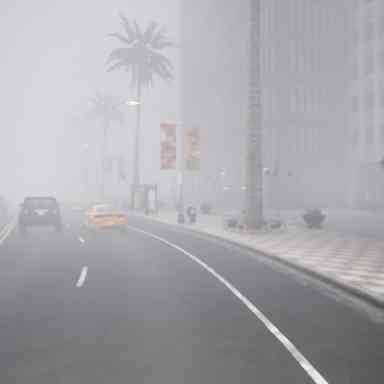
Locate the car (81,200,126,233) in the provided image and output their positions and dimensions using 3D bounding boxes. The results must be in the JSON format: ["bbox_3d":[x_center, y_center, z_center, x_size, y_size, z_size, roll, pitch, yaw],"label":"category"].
[{"bbox_3d":[-5.298,1.491,19.947,1.882,1.535,5.008,0,0,-23],"label":"car"}]

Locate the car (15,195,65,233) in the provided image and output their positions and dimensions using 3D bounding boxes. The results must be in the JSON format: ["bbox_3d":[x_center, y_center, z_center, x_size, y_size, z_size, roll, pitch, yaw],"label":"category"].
[{"bbox_3d":[-9.159,1.259,20.153,2.150,2.045,5.566,0,0,-24],"label":"car"}]

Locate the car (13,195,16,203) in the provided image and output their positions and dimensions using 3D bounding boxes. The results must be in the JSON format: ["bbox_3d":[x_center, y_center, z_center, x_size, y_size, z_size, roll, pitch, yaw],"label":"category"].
[{"bbox_3d":[-36.124,1.352,68.877,2.097,1.767,4.553,0,0,-25],"label":"car"}]

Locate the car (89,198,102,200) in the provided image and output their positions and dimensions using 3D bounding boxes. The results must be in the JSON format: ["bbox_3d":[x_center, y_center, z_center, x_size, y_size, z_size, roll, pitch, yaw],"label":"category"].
[{"bbox_3d":[-12.133,1.516,41.737,2.231,1.521,4.892,0,0,-25],"label":"car"}]

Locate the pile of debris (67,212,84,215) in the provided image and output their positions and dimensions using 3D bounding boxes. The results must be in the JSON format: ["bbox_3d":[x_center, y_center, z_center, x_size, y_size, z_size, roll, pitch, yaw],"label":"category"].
[{"bbox_3d":[-12.166,2.217,34.601,1.500,0.140,1.860,0,0,-25],"label":"pile of debris"}]

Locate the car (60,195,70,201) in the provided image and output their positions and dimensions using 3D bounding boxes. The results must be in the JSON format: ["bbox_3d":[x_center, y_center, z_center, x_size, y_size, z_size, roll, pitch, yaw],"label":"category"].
[{"bbox_3d":[-33.788,1.637,88.248,2.161,1.482,4.786,0,0,-25],"label":"car"}]

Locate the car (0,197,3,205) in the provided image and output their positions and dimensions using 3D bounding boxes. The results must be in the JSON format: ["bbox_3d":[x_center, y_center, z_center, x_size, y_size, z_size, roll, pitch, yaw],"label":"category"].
[{"bbox_3d":[-36.859,1.668,62.226,2.033,1.411,5.357,0,0,-25],"label":"car"}]

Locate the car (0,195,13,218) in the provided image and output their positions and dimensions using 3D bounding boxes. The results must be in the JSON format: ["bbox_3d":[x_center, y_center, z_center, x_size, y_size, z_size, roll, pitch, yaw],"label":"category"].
[{"bbox_3d":[-18.368,1.306,31.101,2.150,2.045,5.566,0,0,-25],"label":"car"}]

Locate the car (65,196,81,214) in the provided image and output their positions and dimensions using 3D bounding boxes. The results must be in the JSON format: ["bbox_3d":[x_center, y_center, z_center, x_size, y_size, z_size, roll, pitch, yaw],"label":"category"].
[{"bbox_3d":[-13.120,1.523,36.808,1.882,1.535,5.008,0,0,-25],"label":"car"}]
